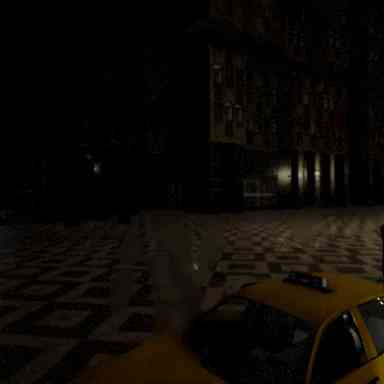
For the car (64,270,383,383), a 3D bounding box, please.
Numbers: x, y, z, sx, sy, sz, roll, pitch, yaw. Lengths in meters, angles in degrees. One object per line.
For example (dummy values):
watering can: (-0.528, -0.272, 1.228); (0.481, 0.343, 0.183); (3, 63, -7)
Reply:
car: (0.939, 1.513, 3.192); (4.829, 1.417, 1.752); (0, 0, -35)
